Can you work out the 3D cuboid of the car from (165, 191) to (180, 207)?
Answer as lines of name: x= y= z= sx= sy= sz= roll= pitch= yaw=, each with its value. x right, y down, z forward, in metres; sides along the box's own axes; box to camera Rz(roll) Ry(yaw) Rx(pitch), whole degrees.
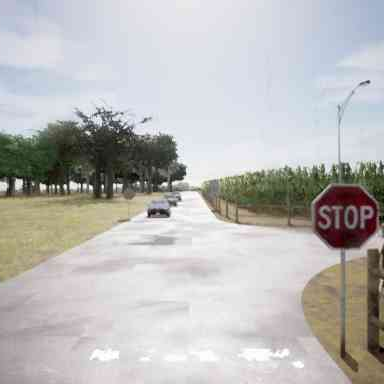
car: x=-2.790 y=1.030 z=41.563 sx=1.837 sy=1.490 sz=4.892 roll=0 pitch=1 yaw=0

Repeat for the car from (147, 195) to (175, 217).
car: x=-2.767 y=1.297 z=28.798 sx=2.033 sy=1.411 sz=5.357 roll=0 pitch=1 yaw=-2

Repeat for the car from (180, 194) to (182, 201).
car: x=-2.749 y=0.693 z=55.700 sx=1.837 sy=1.490 sz=4.892 roll=0 pitch=2 yaw=0
